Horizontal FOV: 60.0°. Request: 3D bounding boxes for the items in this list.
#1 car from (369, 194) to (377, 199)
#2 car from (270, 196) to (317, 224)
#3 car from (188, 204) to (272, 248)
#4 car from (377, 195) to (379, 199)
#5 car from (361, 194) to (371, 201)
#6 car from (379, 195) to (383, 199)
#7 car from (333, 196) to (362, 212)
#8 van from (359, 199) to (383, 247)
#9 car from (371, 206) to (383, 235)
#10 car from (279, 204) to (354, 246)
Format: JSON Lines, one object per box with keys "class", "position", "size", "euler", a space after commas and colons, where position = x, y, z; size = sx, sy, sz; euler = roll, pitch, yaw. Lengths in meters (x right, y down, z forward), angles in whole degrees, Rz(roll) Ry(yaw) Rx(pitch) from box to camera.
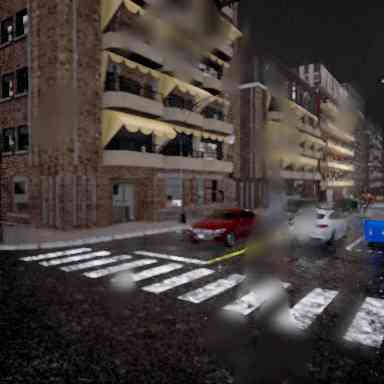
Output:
{"class": "car", "position": [33.625, 1.271, 64.328], "size": [2.192, 1.841, 5.009], "euler": [-1, 0, 35]}
{"class": "car", "position": [7.404, 1.301, 22.898], "size": [2.097, 1.767, 4.553], "euler": [1, 0, 35]}
{"class": "car", "position": [1.705, 1.466, 14.880], "size": [1.812, 1.442, 4.674], "euler": [1, 0, 35]}
{"class": "car", "position": [36.835, 1.504, 68.845], "size": [1.887, 1.381, 4.507], "euler": [-1, 0, 35]}
{"class": "car", "position": [30.419, 1.534, 59.810], "size": [1.802, 1.307, 4.206], "euler": [-1, 0, 35]}
{"class": "car", "position": [46.360, 1.493, 82.258], "size": [1.752, 1.417, 4.829], "euler": [-1, 0, 35]}
{"class": "car", "position": [16.277, 1.438, 35.363], "size": [1.882, 1.535, 5.008], "euler": [1, 1, 36]}
{"class": "van", "position": [8.521, 1.350, 14.268], "size": [1.690, 1.788, 3.998], "euler": [-1, 0, 35]}
{"class": "car", "position": [11.592, 1.577, 18.883], "size": [1.947, 1.339, 4.313], "euler": [-1, 0, 35]}
{"class": "car", "position": [5.878, 1.503, 15.319], "size": [1.812, 1.442, 4.674], "euler": [1, 0, 36]}
